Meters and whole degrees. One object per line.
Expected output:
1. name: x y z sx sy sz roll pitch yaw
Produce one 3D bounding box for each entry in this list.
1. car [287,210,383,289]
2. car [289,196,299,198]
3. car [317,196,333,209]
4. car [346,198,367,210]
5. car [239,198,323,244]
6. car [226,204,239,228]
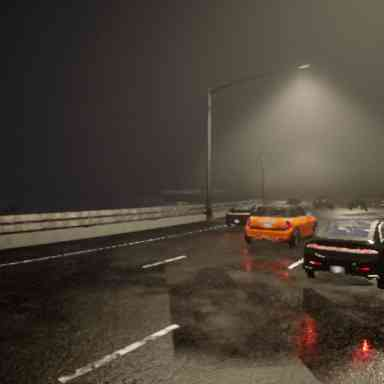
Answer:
1. car: 4.583 1.481 9.264 2.128 1.511 4.902 0 0 35
2. car: 15.327 1.409 49.990 2.128 1.511 4.902 0 0 13
3. car: 17.535 1.292 44.629 2.097 1.767 4.553 0 0 16
4. car: 19.891 1.465 40.256 1.837 1.490 4.892 0 0 18
5. car: 4.143 1.325 14.900 2.097 1.767 4.553 0 0 33
6. car: 3.794 1.447 20.962 2.128 1.511 4.902 0 0 31
